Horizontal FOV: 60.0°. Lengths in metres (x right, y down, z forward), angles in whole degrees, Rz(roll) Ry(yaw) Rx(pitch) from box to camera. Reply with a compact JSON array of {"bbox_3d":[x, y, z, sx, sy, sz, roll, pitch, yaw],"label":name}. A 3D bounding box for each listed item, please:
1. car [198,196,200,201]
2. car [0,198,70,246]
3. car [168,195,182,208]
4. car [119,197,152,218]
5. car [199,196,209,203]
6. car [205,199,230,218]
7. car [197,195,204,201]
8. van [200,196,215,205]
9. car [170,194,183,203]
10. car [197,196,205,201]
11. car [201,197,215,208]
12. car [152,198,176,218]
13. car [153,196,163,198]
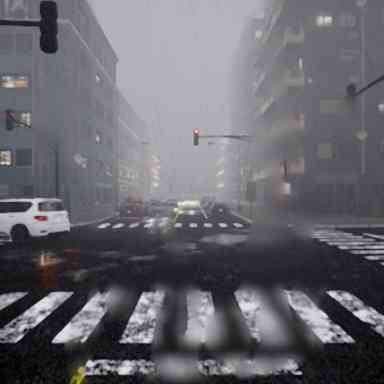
[{"bbox_3d":[2.458,1.516,58.602,1.967,1.590,4.097,0,0,0],"label":"car"},{"bbox_3d":[-8.537,1.336,15.763,5.566,2.045,2.150,-1,-1,18],"label":"car"},{"bbox_3d":[-2.928,1.612,48.280,2.033,1.411,5.357,0,0,0],"label":"car"},{"bbox_3d":[-5.371,1.361,30.827,2.192,1.841,5.009,0,0,0],"label":"car"},{"bbox_3d":[2.437,1.637,69.706,2.008,1.369,4.403,0,0,0],"label":"car"},{"bbox_3d":[2.509,1.612,30.842,1.947,1.339,4.313,0,0,0],"label":"car"},{"bbox_3d":[2.396,1.647,91.915,1.887,1.381,4.507,0,0,0],"label":"car"},{"bbox_3d":[2.479,1.406,47.499,1.690,1.788,3.998,0,0,0],"label":"van"},{"bbox_3d":[-2.872,1.413,65.142,1.812,1.442,4.674,0,0,0],"label":"car"},{"bbox_3d":[2.406,1.644,86.362,1.887,1.381,4.507,0,0,0],"label":"car"},{"bbox_3d":[2.488,1.641,41.946,1.802,1.307,4.206,0,0,0],"label":"car"},{"bbox_3d":[-2.908,1.592,31.152,2.033,1.411,5.357,0,0,0],"label":"car"},{"bbox_3d":[-5.402,1.609,47.483,1.887,1.381,4.507,0,0,0],"label":"car"}]
